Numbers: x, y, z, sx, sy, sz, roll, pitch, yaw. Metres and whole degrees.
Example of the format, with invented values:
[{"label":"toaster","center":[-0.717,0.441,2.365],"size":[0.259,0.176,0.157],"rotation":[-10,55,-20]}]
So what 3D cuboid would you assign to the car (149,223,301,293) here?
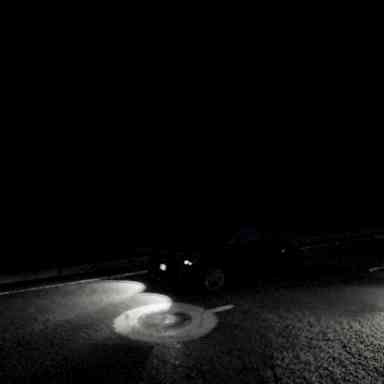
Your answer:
[{"label":"car","center":[0.970,1.563,8.877],"size":[4.181,1.385,1.994],"rotation":[0,0,-35]}]
